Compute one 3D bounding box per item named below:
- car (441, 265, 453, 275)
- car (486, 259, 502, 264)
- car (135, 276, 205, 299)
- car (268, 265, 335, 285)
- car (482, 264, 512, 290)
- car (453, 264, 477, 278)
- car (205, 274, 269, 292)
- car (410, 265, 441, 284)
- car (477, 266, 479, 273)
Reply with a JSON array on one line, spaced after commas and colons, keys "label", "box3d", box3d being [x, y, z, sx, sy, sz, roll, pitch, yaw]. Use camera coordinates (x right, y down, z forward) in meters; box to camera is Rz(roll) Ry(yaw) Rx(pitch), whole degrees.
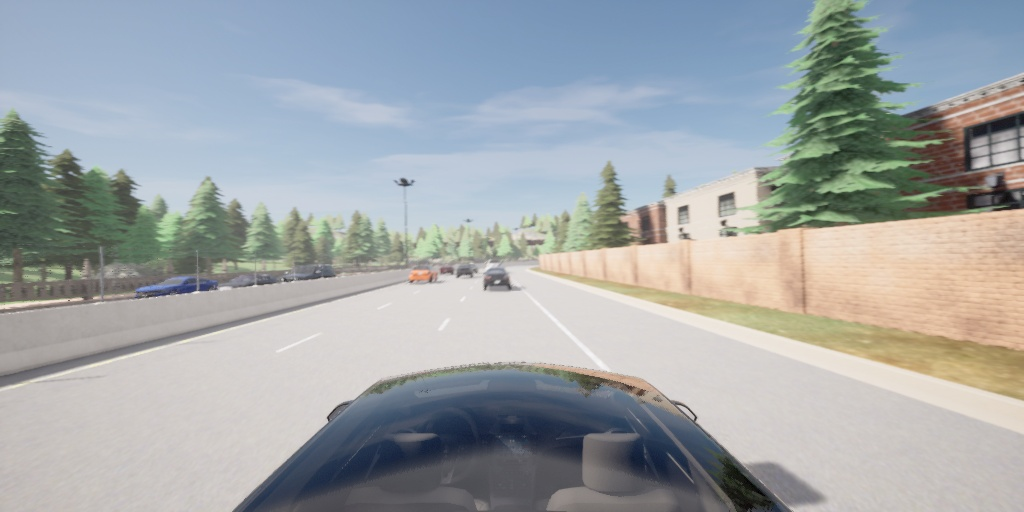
[{"label": "car", "box3d": [-9.620, 2.033, 53.498, 1.882, 1.535, 5.008, -2, -1, -3]}, {"label": "car", "box3d": [-2.601, 1.544, 52.902, 2.150, 2.045, 5.566, -2, -1, -3]}, {"label": "car", "box3d": [-22.222, 2.158, 24.048, 1.882, 1.535, 5.008, -2, -1, -3]}, {"label": "car", "box3d": [-15.392, 1.711, 27.130, 2.150, 2.045, 5.566, -2, -1, -3]}, {"label": "car", "box3d": [-1.068, 1.535, 25.210, 1.812, 1.442, 4.674, -2, -1, -3]}, {"label": "car", "box3d": [-5.535, 1.823, 42.581, 1.837, 1.490, 4.892, -2, -1, -3]}, {"label": "car", "box3d": [-18.812, 2.078, 25.793, 2.128, 1.511, 4.902, -2, -1, -3]}, {"label": "car", "box3d": [-8.650, 1.705, 35.478, 2.097, 1.767, 4.553, -2, 0, -3]}, {"label": "car", "box3d": [-6.147, 1.978, 54.432, 1.812, 1.442, 4.674, -2, -1, -1]}]
